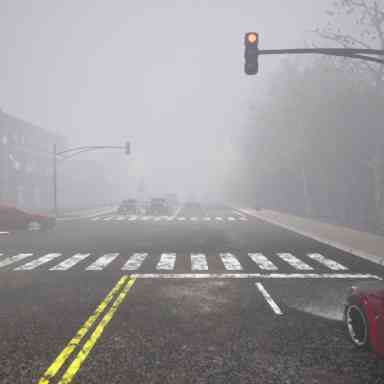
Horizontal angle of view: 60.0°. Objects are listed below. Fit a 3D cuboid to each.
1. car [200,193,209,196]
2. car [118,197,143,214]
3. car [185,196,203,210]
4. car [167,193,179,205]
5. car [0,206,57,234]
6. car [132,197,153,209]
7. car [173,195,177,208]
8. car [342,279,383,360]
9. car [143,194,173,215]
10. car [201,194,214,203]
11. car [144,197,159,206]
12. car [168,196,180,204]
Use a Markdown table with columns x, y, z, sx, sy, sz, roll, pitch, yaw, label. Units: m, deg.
| x | y | z | sx | sy | sz | roll | pitch | yaw | label |
| --- | --- | --- | --- | --- | --- | --- | --- | --- | --- |
| 3.123 | 1.194 | 76.296 | 2.150 | 2.045 | 5.566 | 0 | 0 | 0 | car |
| -6.653 | 1.494 | 35.675 | 1.837 | 1.490 | 4.892 | 0 | 0 | 0 | car |
| 0.042 | 1.586 | 42.693 | 1.895 | 1.301 | 4.718 | 0 | 0 | 0 | car |
| -3.425 | 1.202 | 53.965 | 2.150 | 2.045 | 5.566 | 0 | 0 | 1 | car |
| -10.175 | 1.520 | 18.394 | 5.008 | 1.535 | 1.882 | -2 | 1 | -9 | car |
| -6.663 | 1.476 | 45.098 | 2.128 | 1.511 | 4.902 | 0 | 0 | 0 | car |
| -3.411 | 1.533 | 43.607 | 2.033 | 1.411 | 5.357 | 0 | 0 | 1 | car |
| 3.347 | 1.563 | 3.531 | 1.994 | 1.385 | 4.181 | 0 | 0 | 0 | car |
| -3.403 | 1.342 | 34.133 | 2.097 | 1.767 | 4.553 | 0 | 0 | 0 | car |
| 3.235 | 1.576 | 66.113 | 1.895 | 1.301 | 4.718 | 0 | 0 | 0 | car |
| -6.668 | 1.506 | 55.231 | 1.812 | 1.442 | 4.674 | 0 | 0 | 0 | car |
| -3.406 | 1.523 | 64.569 | 2.033 | 1.411 | 5.357 | 0 | 0 | 0 | car |
